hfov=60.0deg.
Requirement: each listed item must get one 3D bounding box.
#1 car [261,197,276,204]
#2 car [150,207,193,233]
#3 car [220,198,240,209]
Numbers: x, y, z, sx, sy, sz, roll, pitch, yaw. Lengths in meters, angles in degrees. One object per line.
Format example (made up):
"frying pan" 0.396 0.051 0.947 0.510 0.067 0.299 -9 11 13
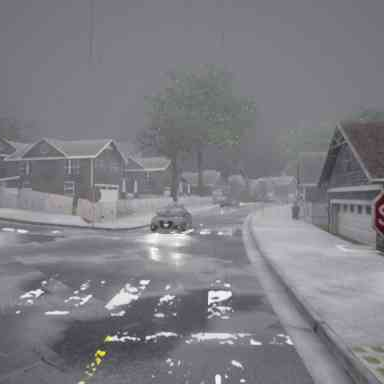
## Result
"car" 15.889 1.770 69.268 1.895 1.301 4.718 0 -1 30
"car" -1.110 1.573 19.812 1.994 1.385 4.181 0 0 8
"car" 5.266 1.520 45.724 2.033 1.411 5.357 0 0 19
